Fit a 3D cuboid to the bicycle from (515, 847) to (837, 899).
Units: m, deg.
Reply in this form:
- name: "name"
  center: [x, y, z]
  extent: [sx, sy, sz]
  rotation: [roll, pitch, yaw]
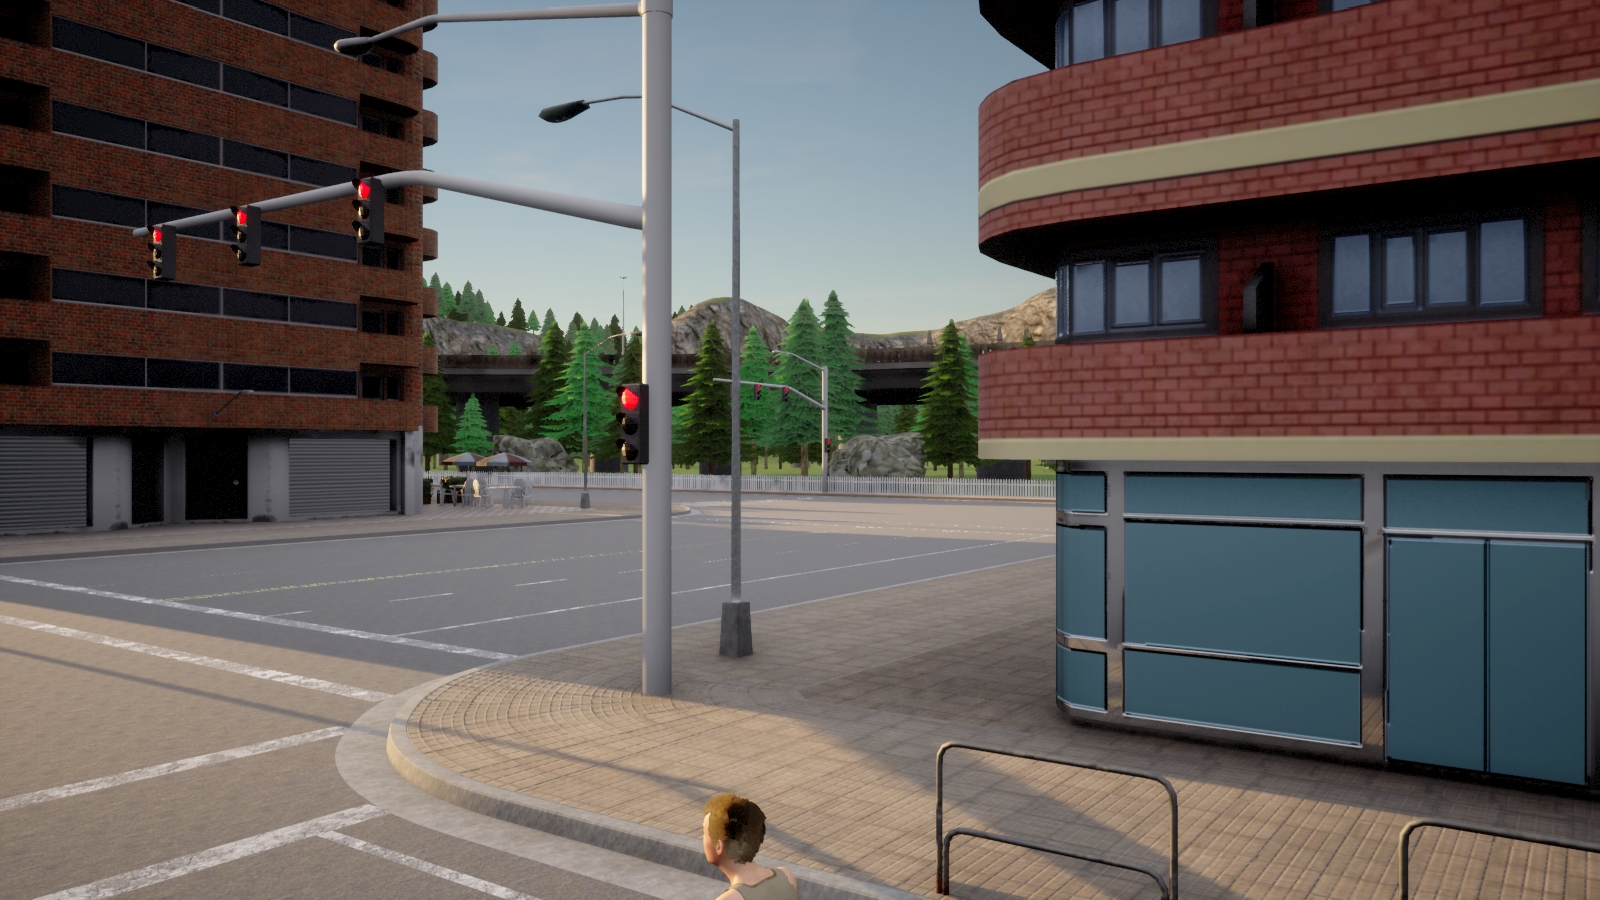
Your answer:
- name: "bicycle"
  center: [-0.301, 2.233, 4.022]
  extent: [1.487, 1.126, 0.859]
  rotation: [0, 0, 35]

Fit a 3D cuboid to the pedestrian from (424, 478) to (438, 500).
- name: "pedestrian"
  center: [-19.161, 2.019, 59.276]
  extent: [0.500, 1.100, 0.500]
  rotation: [0, 0, 35]
